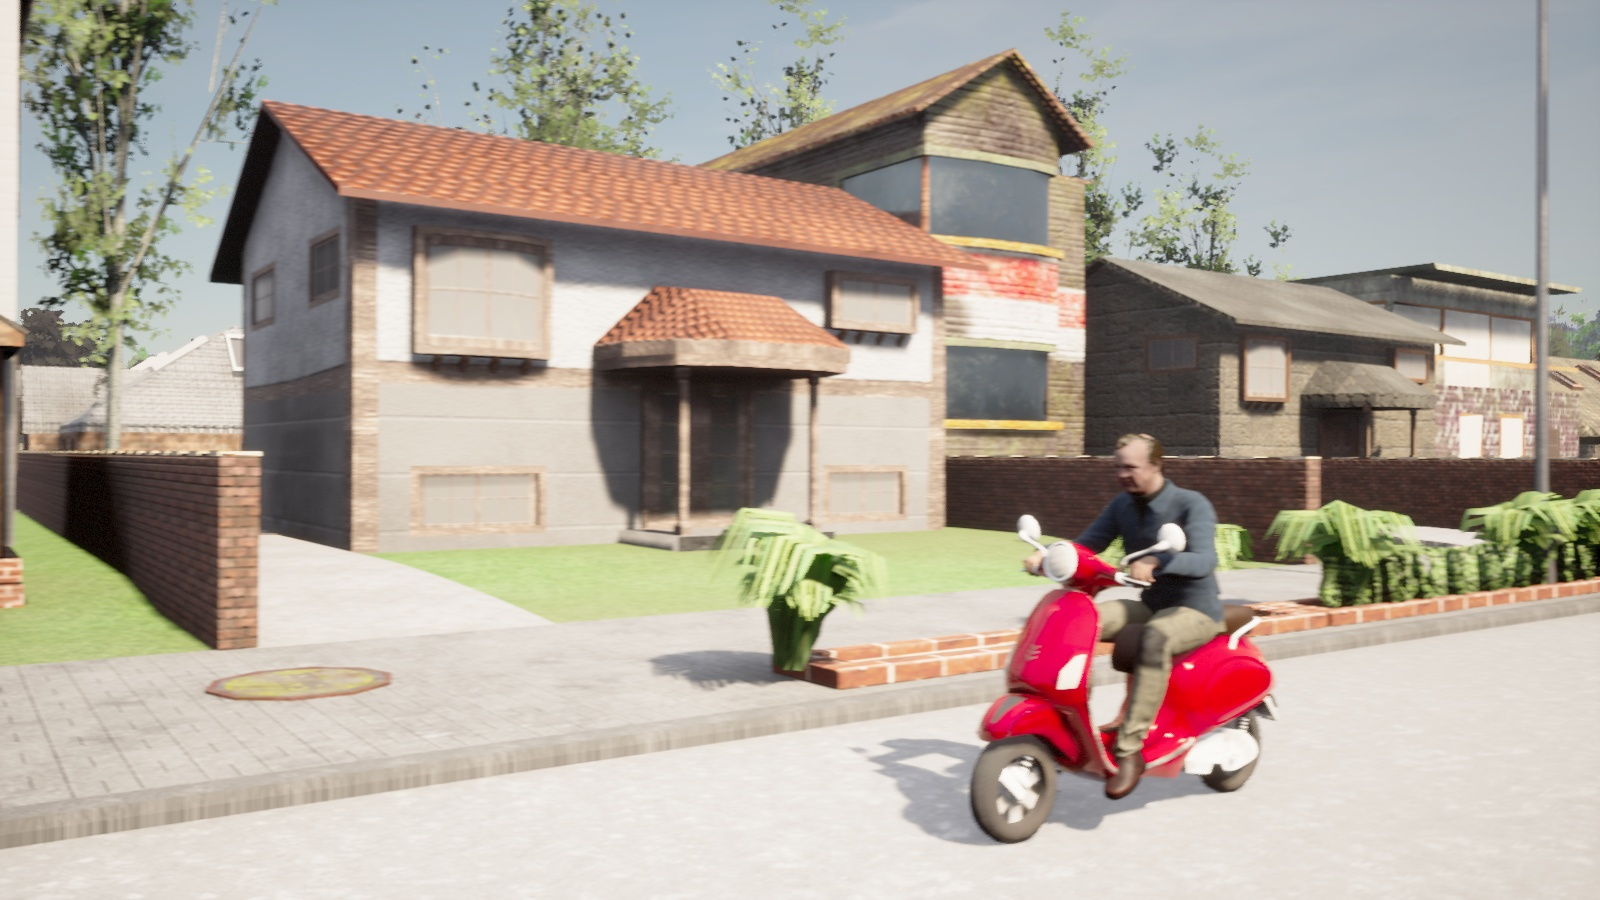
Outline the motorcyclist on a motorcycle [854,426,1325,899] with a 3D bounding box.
[{"bbox_3d":[1.206,0.719,5.104,1.817,1.590,0.866,0,0,-35],"label":"motorcyclist on a motorcycle"}]
